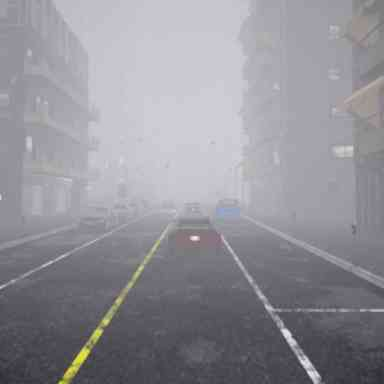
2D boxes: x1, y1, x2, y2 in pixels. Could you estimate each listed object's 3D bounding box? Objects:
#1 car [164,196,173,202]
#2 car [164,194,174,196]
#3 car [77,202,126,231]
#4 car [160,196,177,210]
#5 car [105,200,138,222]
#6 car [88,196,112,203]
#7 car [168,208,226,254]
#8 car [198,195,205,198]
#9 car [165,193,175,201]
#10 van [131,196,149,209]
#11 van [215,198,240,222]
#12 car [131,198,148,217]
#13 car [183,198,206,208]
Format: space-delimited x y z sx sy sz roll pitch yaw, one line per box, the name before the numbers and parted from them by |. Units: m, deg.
car | -5.685 1.594 80.669 1.802 1.307 4.206 1 0 0
car | -5.682 1.451 75.093 1.967 1.590 4.097 1 0 0
car | -5.645 1.554 20.405 2.008 1.369 4.403 1 0 0
car | -3.005 1.615 43.395 1.994 1.385 4.181 0 0 0
car | -5.646 1.586 25.946 1.802 1.307 4.206 1 0 0
car | -16.497 1.506 59.672 4.097 1.590 1.967 0 -1 0
car | 0.097 1.566 13.460 1.994 1.385 4.181 0 0 0
car | 2.694 1.595 86.306 1.802 1.307 4.206 1 0 0
car | -5.680 1.328 86.244 2.192 1.841 5.009 1 0 0
van | -5.813 1.347 37.027 1.690 1.788 3.998 1 0 0
van | 2.705 1.346 26.000 1.690 1.788 3.998 1 0 0
car | -5.647 1.571 31.486 1.947 1.339 4.313 1 0 0
car | 0.097 1.552 30.685 2.033 1.411 5.357 0 0 0
